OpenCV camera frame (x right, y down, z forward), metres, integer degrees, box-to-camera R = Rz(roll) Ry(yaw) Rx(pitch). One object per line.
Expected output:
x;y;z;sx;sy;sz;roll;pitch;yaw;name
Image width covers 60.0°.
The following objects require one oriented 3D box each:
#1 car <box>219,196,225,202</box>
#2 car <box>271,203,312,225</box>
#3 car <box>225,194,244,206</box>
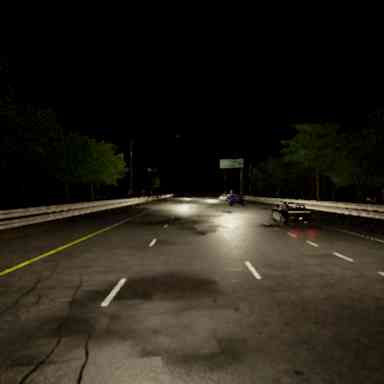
7.315;1.570;78.393;1.812;1.442;4.674;0;0;0;car
7.025;1.510;23.889;2.128;1.511;4.902;0;0;0;car
7.146;1.264;54.310;2.150;2.045;5.566;0;0;0;car
